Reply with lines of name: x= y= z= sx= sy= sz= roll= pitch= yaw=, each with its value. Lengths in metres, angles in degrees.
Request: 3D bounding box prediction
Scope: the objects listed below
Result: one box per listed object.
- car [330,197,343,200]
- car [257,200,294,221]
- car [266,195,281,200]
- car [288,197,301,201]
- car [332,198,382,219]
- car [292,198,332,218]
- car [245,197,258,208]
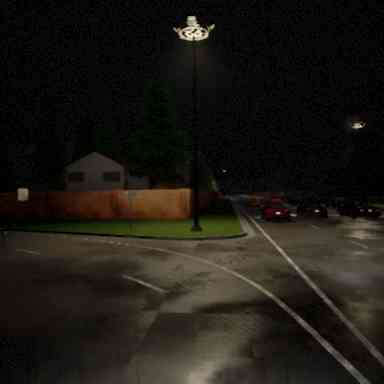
car: x=19.122 y=1.427 z=44.135 sx=2.128 sy=1.511 sz=4.902 roll=-1 pitch=0 yaw=6
car: x=6.802 y=1.596 z=27.424 sx=1.994 sy=1.385 sz=4.181 roll=-1 pitch=0 yaw=6
car: x=13.054 y=1.416 z=53.360 sx=2.097 sy=1.767 sz=4.553 roll=-1 pitch=0 yaw=6
car: x=16.539 y=1.504 z=53.019 sx=2.128 sy=1.511 sz=4.902 roll=-1 pitch=0 yaw=6
car: x=13.897 y=1.481 z=27.956 sx=2.033 sy=1.411 sz=5.357 roll=-1 pitch=0 yaw=6
car: x=10.542 y=1.552 z=29.503 sx=1.994 sy=1.385 sz=4.181 roll=-1 pitch=0 yaw=6
car: x=9.381 y=1.586 z=51.885 sx=1.882 sy=1.535 sz=5.008 roll=-1 pitch=0 yaw=6
